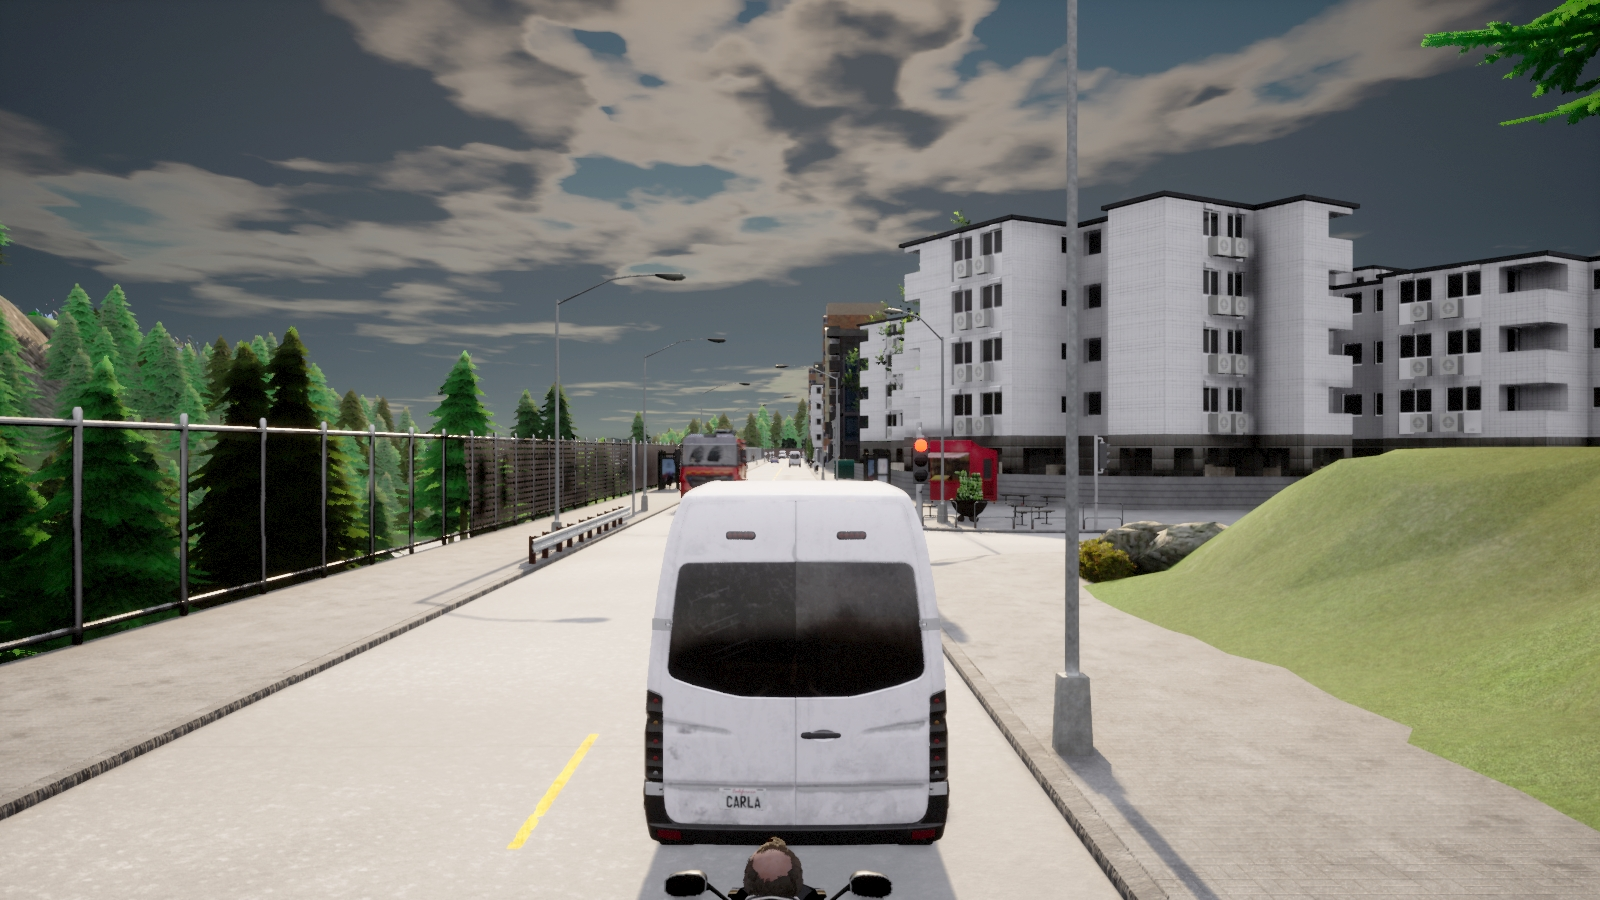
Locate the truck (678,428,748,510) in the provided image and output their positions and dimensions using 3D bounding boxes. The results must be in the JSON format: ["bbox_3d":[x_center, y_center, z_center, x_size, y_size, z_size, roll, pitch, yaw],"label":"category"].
[{"bbox_3d":[-4.252,0.890,57.577,2.891,3.827,8.468,0,0,0],"label":"truck"}]

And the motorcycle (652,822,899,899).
[{"bbox_3d":[-0.090,2.205,3.746,0.867,1.251,2.209,0,0,1],"label":"motorcycle"}]

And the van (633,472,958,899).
[{"bbox_3d":[-0.034,1.534,9.946,1.988,2.561,5.915,0,0,0],"label":"van"}]
